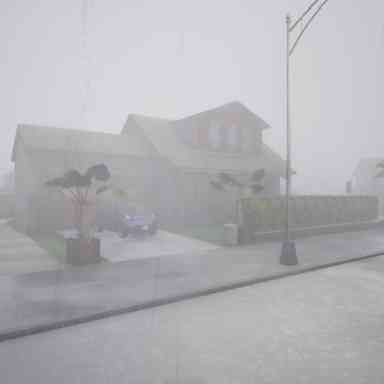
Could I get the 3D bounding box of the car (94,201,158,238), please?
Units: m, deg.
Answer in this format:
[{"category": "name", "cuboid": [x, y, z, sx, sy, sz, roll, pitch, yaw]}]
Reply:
[{"category": "car", "cuboid": [-3.054, 1.174, 15.268, 1.845, 1.501, 3.633, 0, 0, -38]}]
